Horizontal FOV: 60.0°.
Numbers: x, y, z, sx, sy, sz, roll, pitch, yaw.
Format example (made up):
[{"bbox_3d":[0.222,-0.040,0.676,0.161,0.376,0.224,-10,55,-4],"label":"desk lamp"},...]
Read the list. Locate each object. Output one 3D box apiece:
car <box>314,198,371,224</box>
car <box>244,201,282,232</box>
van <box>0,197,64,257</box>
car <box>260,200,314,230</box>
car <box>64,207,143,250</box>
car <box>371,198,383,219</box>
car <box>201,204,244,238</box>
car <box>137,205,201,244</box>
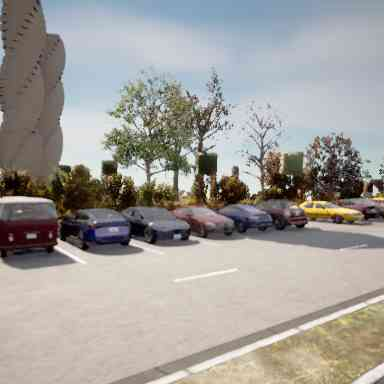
[{"bbox_3d":[9.336,1.342,23.680,1.946,1.575,5.366,-1,0,-35],"label":"car"},{"bbox_3d":[2.494,1.442,19.041,2.002,1.452,4.674,0,0,-35],"label":"car"},{"bbox_3d":[-6.554,1.204,12.754,1.878,1.987,4.442,0,0,-35],"label":"van"},{"bbox_3d":[4.760,1.263,20.617,2.185,1.767,4.553,0,0,-35],"label":"car"},{"bbox_3d":[-4.260,1.457,14.278,2.163,1.488,4.792,0,0,-35],"label":"car"},{"bbox_3d":[11.461,1.350,25.455,2.163,1.488,4.792,-1,0,-35],"label":"car"},{"bbox_3d":[0.247,1.454,17.449,2.002,1.452,4.674,0,0,-35],"label":"car"},{"bbox_3d":[-1.983,1.454,15.825,2.163,1.488,4.792,0,0,-35],"label":"car"}]
